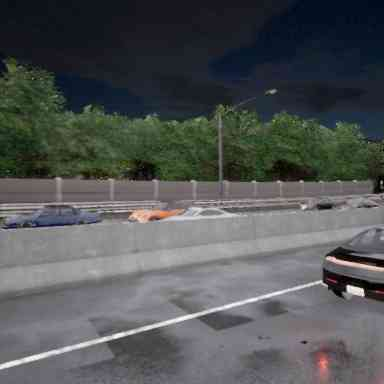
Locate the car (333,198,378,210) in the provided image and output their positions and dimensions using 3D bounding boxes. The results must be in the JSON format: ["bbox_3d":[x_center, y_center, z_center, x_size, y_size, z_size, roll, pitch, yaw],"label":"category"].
[{"bbox_3d":[16.091,1.351,32.096,4.674,1.442,1.812,-1,1,-34],"label":"car"}]

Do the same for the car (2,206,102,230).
[{"bbox_3d":[-8.134,1.535,19.664,5.357,1.411,2.033,0,0,-35],"label":"car"}]

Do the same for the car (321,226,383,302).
[{"bbox_3d":[4.790,1.477,7.109,4.902,1.511,2.128,0,0,-35],"label":"car"}]

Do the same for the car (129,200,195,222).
[{"bbox_3d":[-1.495,1.324,20.043,4.553,1.767,2.097,0,0,-35],"label":"car"}]

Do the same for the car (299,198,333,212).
[{"bbox_3d":[13.058,1.333,34.272,4.902,1.511,2.128,-1,0,-34],"label":"car"}]

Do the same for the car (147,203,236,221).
[{"bbox_3d":[0.322,1.500,17.045,4.674,1.442,1.812,0,0,-35],"label":"car"}]
